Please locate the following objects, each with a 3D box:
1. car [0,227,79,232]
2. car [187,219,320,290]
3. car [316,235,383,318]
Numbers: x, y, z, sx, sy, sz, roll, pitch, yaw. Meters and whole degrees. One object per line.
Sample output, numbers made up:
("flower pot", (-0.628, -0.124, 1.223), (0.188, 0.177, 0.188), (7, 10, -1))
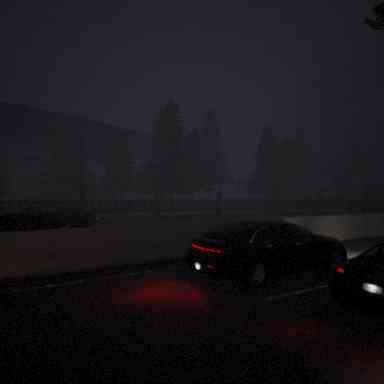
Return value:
("car", (-6.883, 1.472, 11.839), (4.892, 1.490, 1.837), (0, 0, -34))
("car", (2.211, 1.514, 9.146), (4.892, 1.490, 1.837), (0, 0, -31))
("car", (4.728, 1.584, 6.577), (4.181, 1.385, 1.994), (0, 0, -31))
